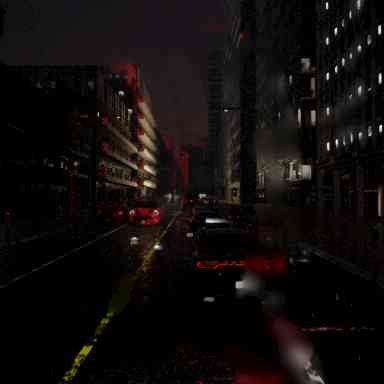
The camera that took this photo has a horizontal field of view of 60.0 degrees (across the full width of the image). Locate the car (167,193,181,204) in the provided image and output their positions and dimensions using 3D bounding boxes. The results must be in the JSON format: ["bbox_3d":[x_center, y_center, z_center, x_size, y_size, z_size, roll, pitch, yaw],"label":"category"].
[{"bbox_3d":[-3.105,1.505,61.540,2.128,1.511,4.902,0,0,0],"label":"car"}]

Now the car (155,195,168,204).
[{"bbox_3d":[-5.782,1.455,63.676,1.967,1.590,4.097,1,0,0],"label":"car"}]

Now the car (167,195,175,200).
[{"bbox_3d":[-5.798,1.596,91.408,1.802,1.307,4.206,1,0,0],"label":"car"}]

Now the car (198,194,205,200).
[{"bbox_3d":[2.551,1.454,91.513,1.967,1.590,4.097,1,0,0],"label":"car"}]

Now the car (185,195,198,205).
[{"bbox_3d":[-0.100,1.366,58.893,2.097,1.767,4.553,0,0,0],"label":"car"}]

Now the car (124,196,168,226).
[{"bbox_3d":[-3.141,1.360,23.538,2.097,1.767,4.553,0,0,0],"label":"car"}]

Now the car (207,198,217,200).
[{"bbox_3d":[2.652,1.555,30.486,1.887,1.381,4.507,1,0,0],"label":"car"}]

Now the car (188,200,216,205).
[{"bbox_3d":[0.807,1.535,24.315,1.812,1.442,4.674,0,0,0],"label":"car"}]

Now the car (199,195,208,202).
[{"bbox_3d":[2.579,1.455,74.869,1.967,1.590,4.097,1,0,0],"label":"car"}]

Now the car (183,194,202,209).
[{"bbox_3d":[-0.064,1.234,45.515,2.150,2.045,5.566,0,0,0],"label":"car"}]

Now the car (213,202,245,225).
[{"bbox_3d":[2.662,1.554,24.937,1.887,1.381,4.507,1,0,0],"label":"car"}]

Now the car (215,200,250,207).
[{"bbox_3d":[2.673,1.448,19.389,1.967,1.590,4.097,1,0,0],"label":"car"}]

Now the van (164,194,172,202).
[{"bbox_3d":[-5.783,1.356,80.316,1.690,1.788,3.998,1,0,0],"label":"van"}]

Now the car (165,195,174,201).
[{"bbox_3d":[-5.788,1.540,85.692,1.752,1.417,4.829,1,0,0],"label":"car"}]

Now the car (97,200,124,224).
[{"bbox_3d":[-5.716,1.449,24.848,1.967,1.590,4.097,1,0,0],"label":"car"}]

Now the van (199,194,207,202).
[{"bbox_3d":[2.572,1.356,80.417,1.690,1.788,3.998,1,0,0],"label":"van"}]

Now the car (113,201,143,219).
[{"bbox_3d":[-5.728,1.555,30.396,1.887,1.381,4.507,1,0,0],"label":"car"}]

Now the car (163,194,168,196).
[{"bbox_3d":[-5.774,1.565,58.129,2.008,1.369,4.403,1,0,0],"label":"car"}]

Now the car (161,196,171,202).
[{"bbox_3d":[-5.812,1.540,74.599,1.752,1.417,4.829,1,0,0],"label":"car"}]

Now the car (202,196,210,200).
[{"bbox_3d":[2.634,1.562,41.581,2.008,1.369,4.403,1,0,0],"label":"car"}]

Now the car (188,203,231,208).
[{"bbox_3d":[0.848,1.533,18.317,1.812,1.442,4.674,0,0,0],"label":"car"}]

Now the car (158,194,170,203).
[{"bbox_3d":[-5.792,1.330,69.223,2.192,1.841,5.009,1,0,0],"label":"car"}]

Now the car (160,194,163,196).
[{"bbox_3d":[-5.751,1.327,47.036,2.192,1.841,5.009,1,0,0],"label":"car"}]

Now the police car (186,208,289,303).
[{"bbox_3d":[0.885,1.428,8.425,1.930,1.638,5.238,0,0,0],"label":"police car"}]

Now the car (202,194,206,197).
[{"bbox_3d":[2.615,1.538,52.847,1.752,1.417,4.829,1,0,0],"label":"car"}]
